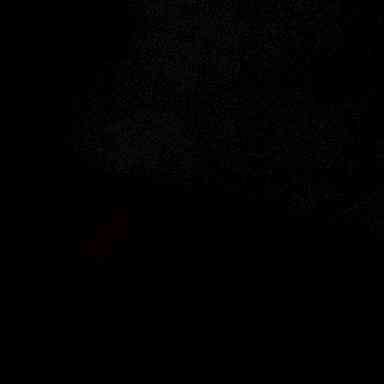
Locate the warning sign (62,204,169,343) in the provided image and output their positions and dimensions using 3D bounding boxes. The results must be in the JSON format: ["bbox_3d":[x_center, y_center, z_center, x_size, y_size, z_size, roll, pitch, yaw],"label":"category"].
[{"bbox_3d":[-1.208,1.153,5.406,1.060,1.860,1.300,-1,0,35],"label":"warning sign"}]
